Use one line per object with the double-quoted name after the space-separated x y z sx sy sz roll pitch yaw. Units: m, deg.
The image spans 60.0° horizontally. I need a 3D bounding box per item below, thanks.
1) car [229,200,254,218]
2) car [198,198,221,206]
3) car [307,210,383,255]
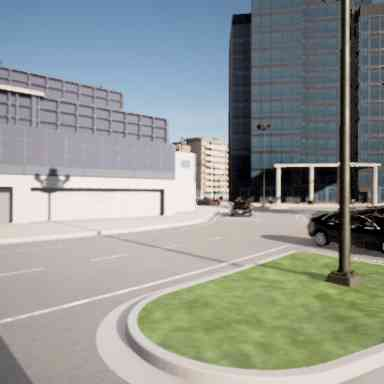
4.657 1.517 30.821 1.837 1.490 4.892 0 0 13 "car"
2.672 1.559 52.260 1.994 1.385 4.181 0 0 -32 "car"
6.837 1.529 13.089 1.837 1.490 4.892 0 1 -30 "car"
